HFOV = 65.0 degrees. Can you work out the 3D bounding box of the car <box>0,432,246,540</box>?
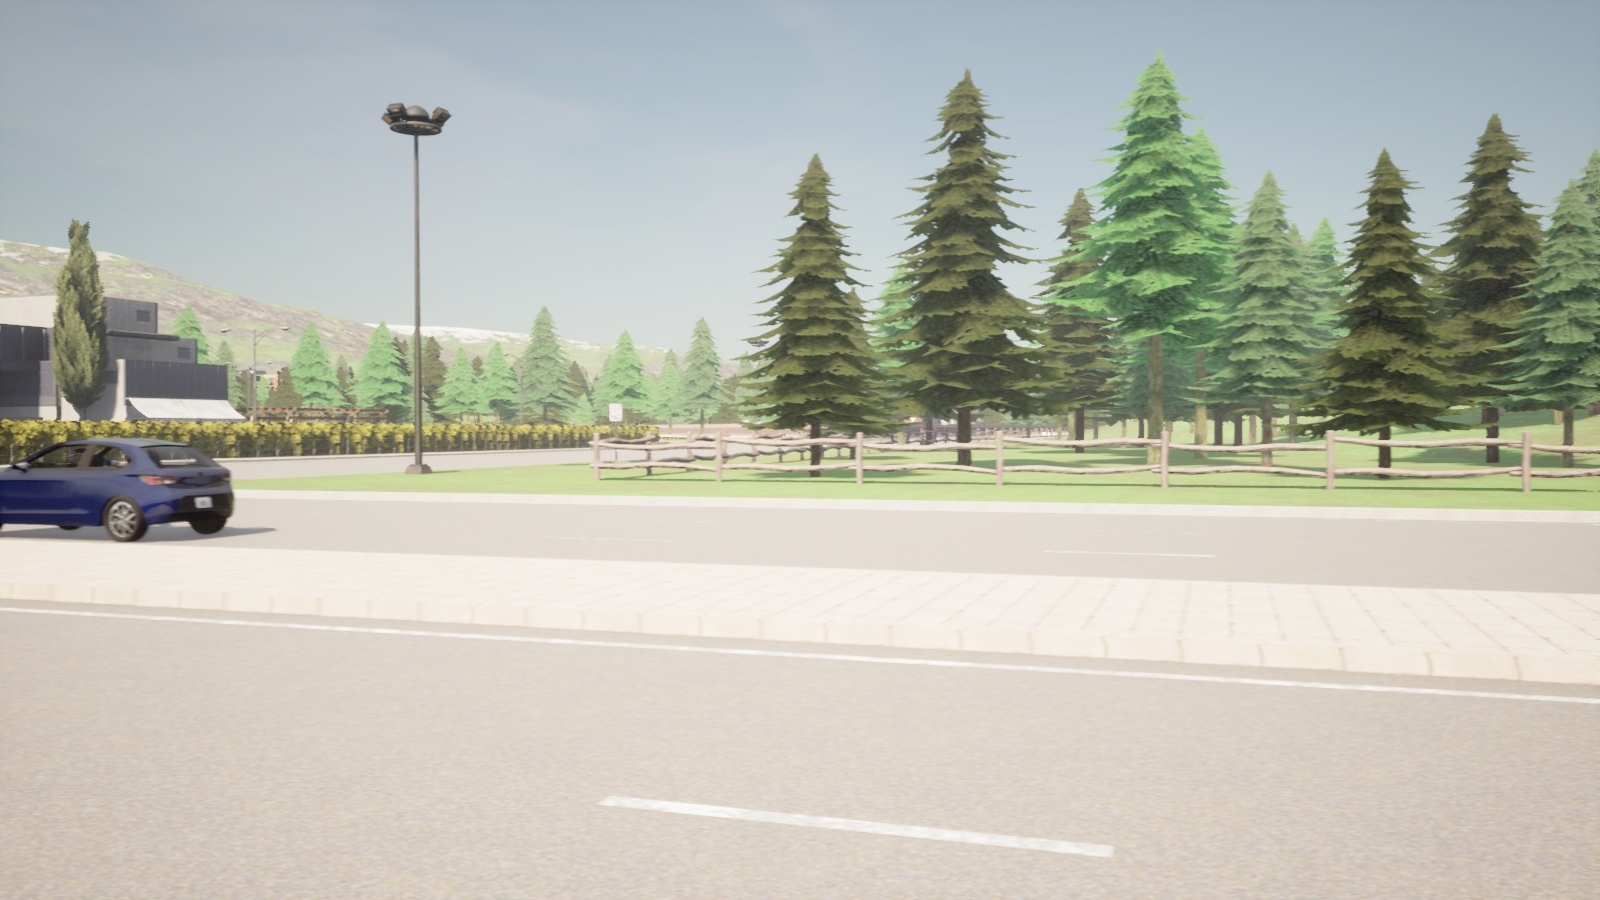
[{"bbox_3d":[-10.710,0.476,18.929,4.193,1.474,1.816,1,1,19],"label":"car"}]
